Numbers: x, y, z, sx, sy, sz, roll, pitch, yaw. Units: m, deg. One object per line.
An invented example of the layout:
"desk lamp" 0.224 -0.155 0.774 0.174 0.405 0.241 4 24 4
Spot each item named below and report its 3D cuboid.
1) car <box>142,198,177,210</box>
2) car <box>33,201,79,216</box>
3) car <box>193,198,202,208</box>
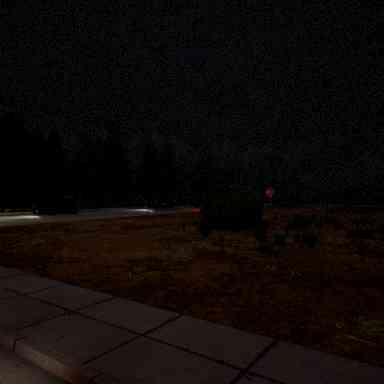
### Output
"car" -4.273 1.574 44.809 2.033 1.411 5.357 0 0 36
"car" -13.286 1.588 32.613 1.994 1.385 4.181 0 0 36
"car" 2.123 1.532 47.265 1.837 1.490 4.892 0 0 36
